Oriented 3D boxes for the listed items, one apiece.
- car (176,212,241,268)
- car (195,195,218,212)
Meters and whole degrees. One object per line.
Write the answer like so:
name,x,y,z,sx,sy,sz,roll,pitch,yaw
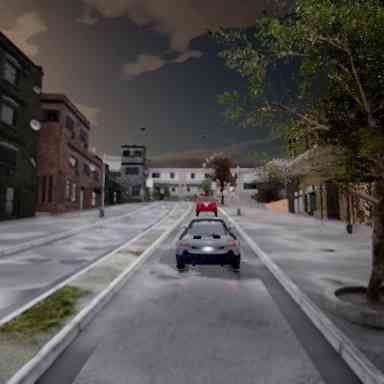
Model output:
car,0.535,1.611,11.503,1.994,1.385,4.181,0,0,2
car,1.514,1.351,34.588,2.150,2.045,5.566,0,0,2
